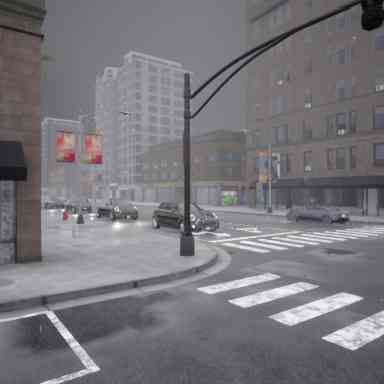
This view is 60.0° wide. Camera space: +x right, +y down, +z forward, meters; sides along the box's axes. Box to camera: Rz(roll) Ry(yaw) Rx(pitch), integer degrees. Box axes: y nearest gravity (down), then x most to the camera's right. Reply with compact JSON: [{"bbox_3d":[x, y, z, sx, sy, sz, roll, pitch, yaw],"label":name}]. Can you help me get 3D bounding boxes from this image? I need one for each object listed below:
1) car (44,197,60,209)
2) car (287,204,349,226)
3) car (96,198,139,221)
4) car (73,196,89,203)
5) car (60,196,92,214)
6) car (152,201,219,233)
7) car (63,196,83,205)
[{"bbox_3d":[-18.277,1.439,44.015,1.837,1.490,4.892,0,0,-35],"label":"car"},{"bbox_3d":[8.794,1.534,23.485,1.994,1.385,4.181,0,0,-36],"label":"car"},{"bbox_3d":[-6.156,1.318,27.175,2.097,1.767,4.553,0,0,-36],"label":"car"},{"bbox_3d":[-22.173,1.452,66.292,1.994,1.385,4.181,0,0,-36],"label":"car"},{"bbox_3d":[-12.216,1.455,35.567,1.837,1.490,4.892,0,0,-36],"label":"car"},{"bbox_3d":[-0.471,1.332,19.316,2.097,1.767,4.553,0,0,-36],"label":"car"},{"bbox_3d":[-21.379,1.451,59.665,2.033,1.411,5.357,0,0,-36],"label":"car"}]
